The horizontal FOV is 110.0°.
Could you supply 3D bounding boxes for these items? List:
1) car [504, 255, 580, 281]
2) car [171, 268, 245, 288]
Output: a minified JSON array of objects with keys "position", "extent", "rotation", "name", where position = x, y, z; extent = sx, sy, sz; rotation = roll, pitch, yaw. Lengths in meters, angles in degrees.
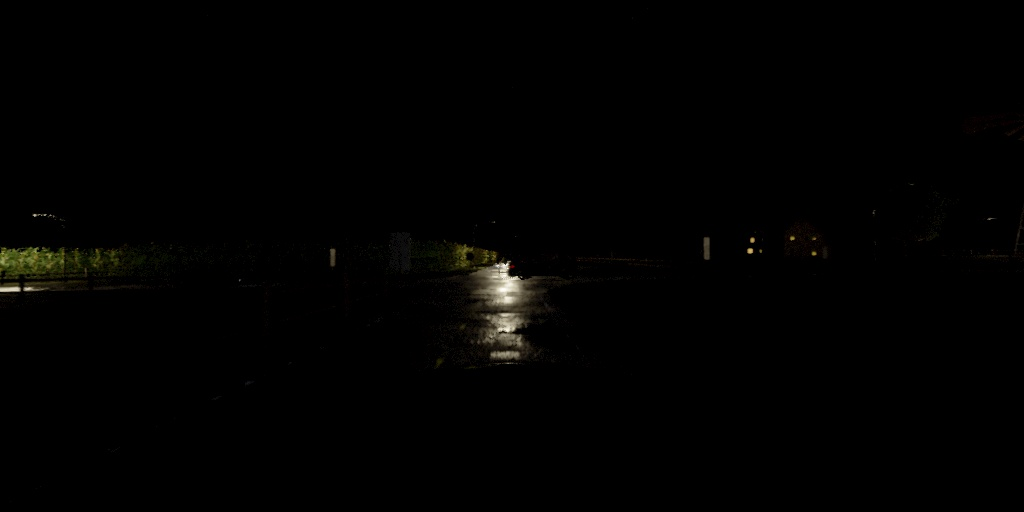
[{"position":[2.419,0.911,27.951],"extent":[5.566,2.045,2.150],"rotation":[-1,-1,0],"name":"car"},{"position":[-23.801,1.706,28.172],"extent":[4.892,1.490,1.837],"rotation":[-1,-1,0],"name":"car"}]
